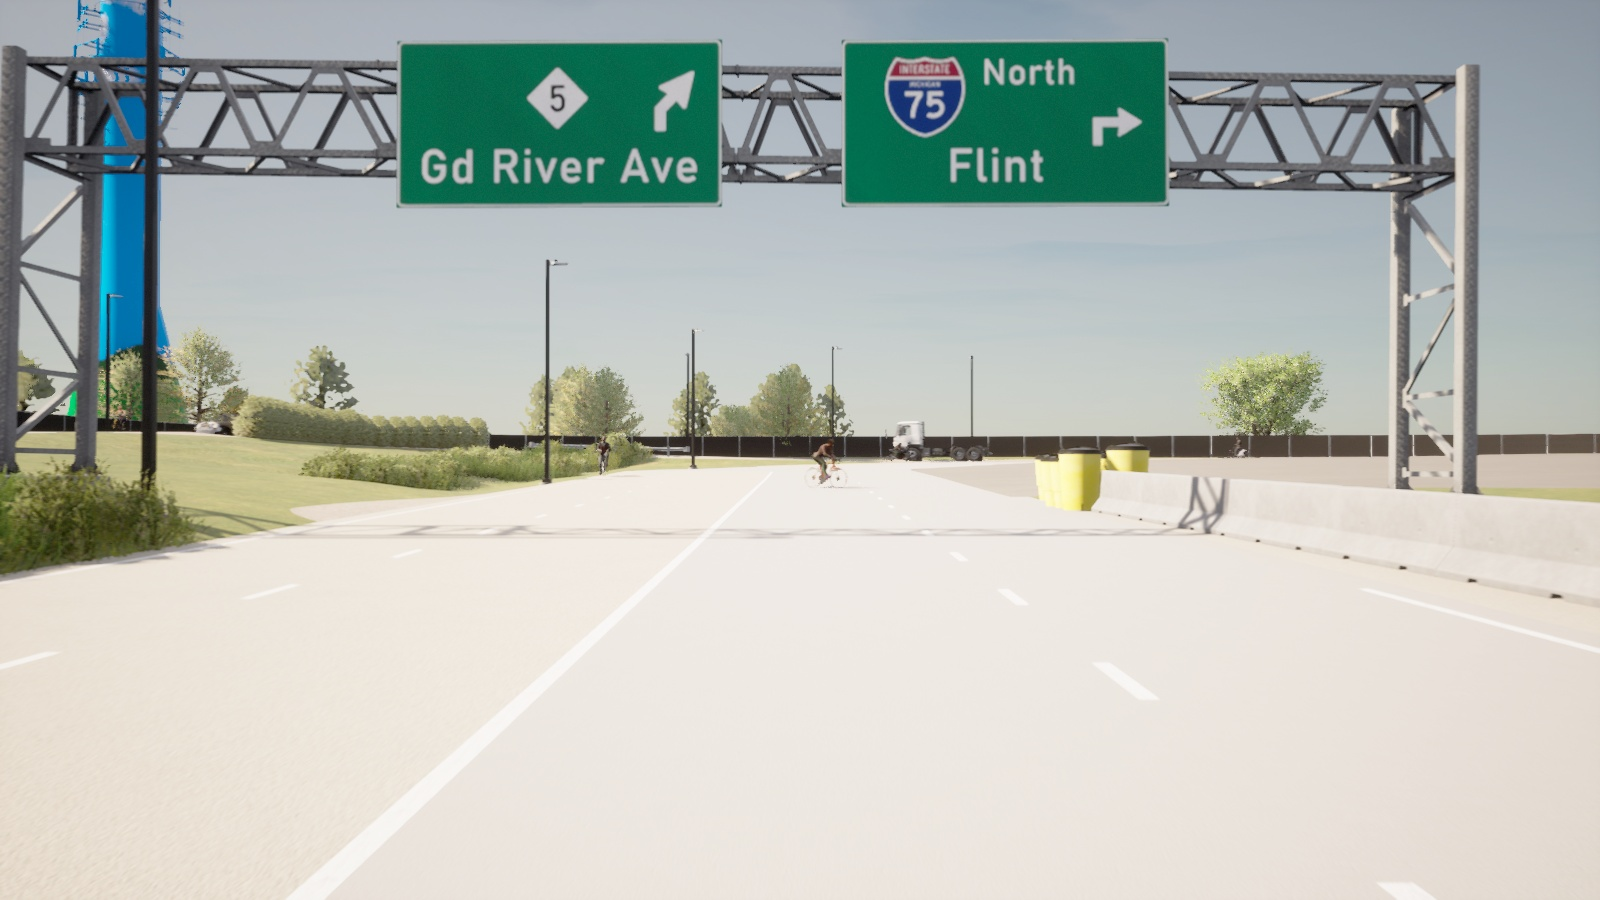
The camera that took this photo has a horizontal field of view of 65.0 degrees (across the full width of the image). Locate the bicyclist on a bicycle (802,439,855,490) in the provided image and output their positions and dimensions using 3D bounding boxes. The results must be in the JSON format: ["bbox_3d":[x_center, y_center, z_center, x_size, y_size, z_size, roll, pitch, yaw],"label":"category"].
[{"bbox_3d":[0.918,0.468,41.048,1.656,1.620,0.582,1,0,33],"label":"bicyclist on a bicycle"}]

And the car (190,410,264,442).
[{"bbox_3d":[-38.169,-1.567,83.745,1.932,1.855,4.605,-1,-2,16],"label":"car"}]
